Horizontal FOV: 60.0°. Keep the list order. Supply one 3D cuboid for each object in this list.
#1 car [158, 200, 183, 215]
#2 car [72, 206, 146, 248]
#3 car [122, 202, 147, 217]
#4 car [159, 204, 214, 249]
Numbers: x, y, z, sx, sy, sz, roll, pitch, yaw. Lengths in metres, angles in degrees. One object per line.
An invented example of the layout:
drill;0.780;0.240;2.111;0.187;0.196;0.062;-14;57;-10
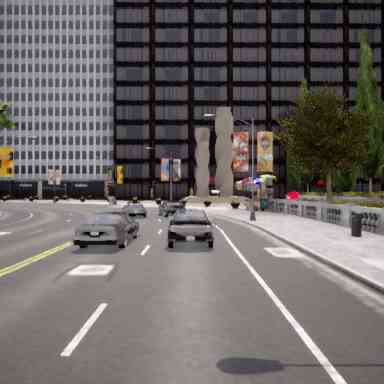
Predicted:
car;-1.917;1.516;30.995;1.837;1.490;4.892;0;0;-17
car;-3.553;1.563;14.651;2.033;1.411;5.357;0;0;0
car;-5.270;1.572;29.991;1.994;1.385;4.181;0;0;-17
car;-0.053;1.495;14.654;2.128;1.511;4.902;0;0;0
